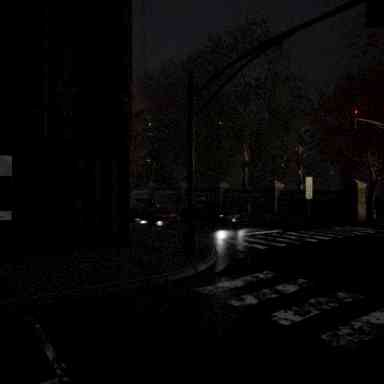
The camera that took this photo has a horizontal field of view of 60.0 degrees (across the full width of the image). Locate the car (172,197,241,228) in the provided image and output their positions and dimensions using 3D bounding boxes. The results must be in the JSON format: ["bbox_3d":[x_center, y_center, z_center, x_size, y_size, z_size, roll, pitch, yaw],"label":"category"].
[{"bbox_3d":[0.967,1.255,20.448,1.812,1.442,4.674,0,1,-36],"label":"car"}]

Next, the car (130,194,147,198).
[{"bbox_3d":[-4.394,1.093,27.820,1.812,1.442,4.674,0,1,-36],"label":"car"}]

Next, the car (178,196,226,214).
[{"bbox_3d":[0.809,1.129,30.524,1.752,1.417,4.829,1,0,-36],"label":"car"}]

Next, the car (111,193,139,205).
[{"bbox_3d":[-8.866,0.864,43.817,2.008,1.369,4.403,1,0,-36],"label":"car"}]

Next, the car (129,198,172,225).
[{"bbox_3d":[-2.612,1.257,20.983,1.802,1.307,4.206,2,0,-36],"label":"car"}]

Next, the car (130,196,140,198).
[{"bbox_3d":[-5.870,1.158,25.459,1.802,1.307,4.206,2,0,-36],"label":"car"}]
